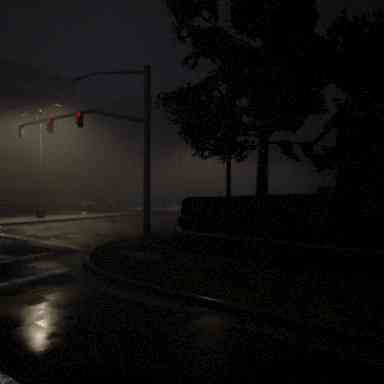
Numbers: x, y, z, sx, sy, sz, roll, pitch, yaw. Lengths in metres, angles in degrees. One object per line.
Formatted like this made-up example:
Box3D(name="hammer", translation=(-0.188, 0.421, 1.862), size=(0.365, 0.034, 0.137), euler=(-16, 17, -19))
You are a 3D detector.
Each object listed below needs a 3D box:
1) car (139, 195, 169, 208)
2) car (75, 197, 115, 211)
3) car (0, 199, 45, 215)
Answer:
Box3D(name="car", translation=(-5.168, 1.158, 45.600), size=(2.097, 1.767, 4.553), euler=(0, 0, 36))
Box3D(name="car", translation=(-10.900, 1.329, 37.705), size=(1.812, 1.442, 4.674), euler=(0, 0, 36))
Box3D(name="car", translation=(-15.892, 1.369, 30.824), size=(1.994, 1.385, 4.181), euler=(0, 0, 36))
